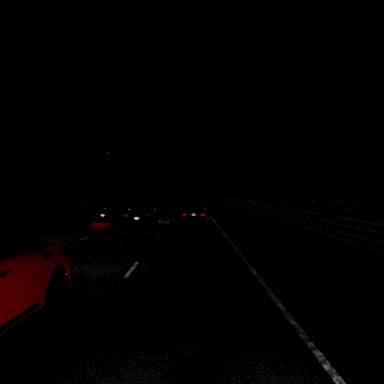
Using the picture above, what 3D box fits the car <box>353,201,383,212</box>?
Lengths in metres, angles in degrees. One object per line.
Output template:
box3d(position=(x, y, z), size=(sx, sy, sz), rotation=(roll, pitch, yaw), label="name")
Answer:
box3d(position=(22.401, 1.774, 41.691), size=(2.033, 1.411, 5.357), rotation=(0, 0, -20), label="car")

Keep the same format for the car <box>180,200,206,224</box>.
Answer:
box3d(position=(0.093, 1.577, 24.714), size=(2.033, 1.411, 5.357), rotation=(0, 0, 0), label="car")

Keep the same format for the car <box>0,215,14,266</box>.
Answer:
box3d(position=(-6.904, 1.497, 8.455), size=(2.128, 1.511, 4.902), rotation=(0, 0, 0), label="car")

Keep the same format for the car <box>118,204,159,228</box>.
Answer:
box3d(position=(-3.409, 1.590, 22.500), size=(1.994, 1.385, 4.181), rotation=(0, 0, 0), label="car")

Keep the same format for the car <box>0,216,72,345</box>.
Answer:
box3d(position=(-3.402, 1.224, 4.101), size=(2.150, 2.045, 5.566), rotation=(0, 0, 0), label="car")

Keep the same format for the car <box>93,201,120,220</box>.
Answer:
box3d(position=(-6.906, 1.542, 28.142), size=(1.837, 1.490, 4.892), rotation=(0, 0, 0), label="car")
